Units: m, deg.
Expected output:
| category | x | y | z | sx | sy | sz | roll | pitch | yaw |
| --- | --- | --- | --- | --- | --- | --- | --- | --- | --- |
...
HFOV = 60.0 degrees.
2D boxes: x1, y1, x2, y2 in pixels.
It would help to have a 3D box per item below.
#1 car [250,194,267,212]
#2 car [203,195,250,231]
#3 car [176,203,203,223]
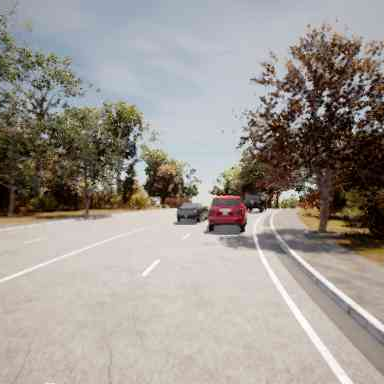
| category | x | y | z | sx | sy | sz | roll | pitch | yaw |
| --- | --- | --- | --- | --- | --- | --- | --- | --- | --- |
| car | 7.541 | 1.327 | 39.430 | 2.150 | 2.045 | 5.566 | -1 | -1 | 19 |
| car | 2.358 | 1.275 | 21.098 | 2.150 | 2.045 | 5.566 | -1 | 0 | 11 |
| car | 0.116 | 1.595 | 26.900 | 2.128 | 1.511 | 4.902 | -1 | 0 | 13 |
